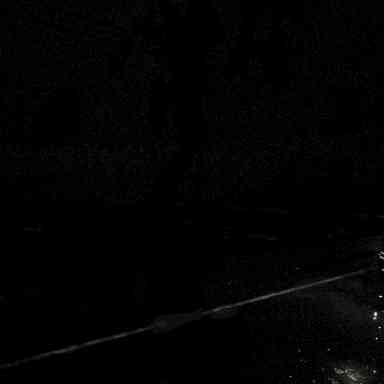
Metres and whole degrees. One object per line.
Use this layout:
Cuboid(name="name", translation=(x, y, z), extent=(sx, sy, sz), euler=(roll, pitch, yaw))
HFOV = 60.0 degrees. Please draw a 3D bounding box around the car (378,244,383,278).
Cuboid(name="car", translation=(6.889, 1.497, 8.856), extent=(5.008, 1.535, 1.882), euler=(0, 0, -35))
